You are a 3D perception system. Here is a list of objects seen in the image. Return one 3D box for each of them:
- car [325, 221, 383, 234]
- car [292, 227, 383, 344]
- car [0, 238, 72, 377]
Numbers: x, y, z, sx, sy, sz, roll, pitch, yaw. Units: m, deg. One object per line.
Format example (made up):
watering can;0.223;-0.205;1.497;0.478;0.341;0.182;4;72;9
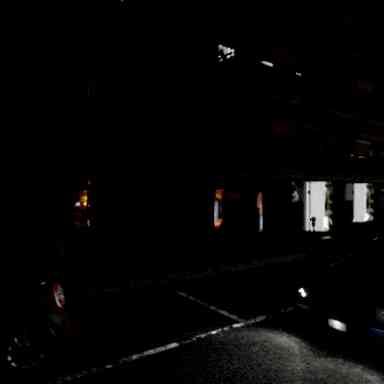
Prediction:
car;5.478;1.611;10.483;4.403;1.369;2.008;0;0;-36
car;4.307;1.588;6.458;5.357;1.411;2.033;0;0;-36
car;-3.710;1.435;3.913;4.097;1.590;1.967;0;0;-36
